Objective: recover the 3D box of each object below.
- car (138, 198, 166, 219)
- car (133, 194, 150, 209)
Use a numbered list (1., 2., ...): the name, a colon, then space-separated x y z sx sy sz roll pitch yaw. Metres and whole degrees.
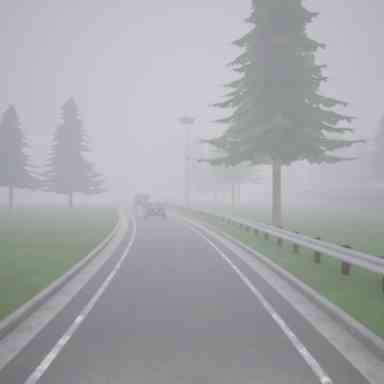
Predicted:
1. car: -3.445 1.552 29.663 2.033 1.411 5.357 0 0 -12
2. car: -6.995 1.233 46.402 2.150 2.045 5.566 0 0 -11
